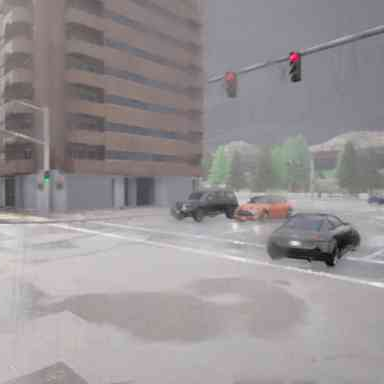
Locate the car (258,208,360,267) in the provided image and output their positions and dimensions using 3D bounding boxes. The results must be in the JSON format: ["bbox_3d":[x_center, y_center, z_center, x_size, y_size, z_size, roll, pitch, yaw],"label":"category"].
[{"bbox_3d":[4.107,1.389,11.008,1.994,1.385,4.181,0,1,36],"label":"car"}]

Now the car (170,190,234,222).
[{"bbox_3d":[1.021,0.908,23.411,2.150,2.045,5.566,0,1,45],"label":"car"}]

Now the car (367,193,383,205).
[{"bbox_3d":[23.161,0.815,40.657,1.812,1.442,4.674,0,1,8],"label":"car"}]

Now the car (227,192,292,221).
[{"bbox_3d":[4.801,1.028,22.213,4.553,1.767,2.097,-1,1,-45],"label":"car"}]
